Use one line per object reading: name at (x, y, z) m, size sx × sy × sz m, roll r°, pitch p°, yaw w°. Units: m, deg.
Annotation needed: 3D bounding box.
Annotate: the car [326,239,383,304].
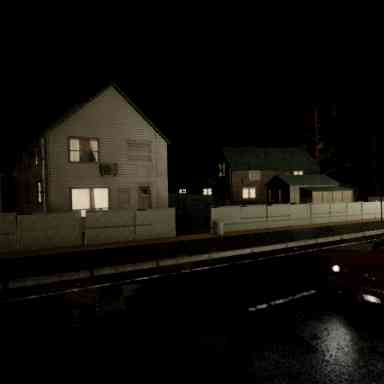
car at (5.012, 1.598, 7.223) m, size 4.718 × 1.301 × 1.895 m, roll 0°, pitch 0°, yaw -35°
